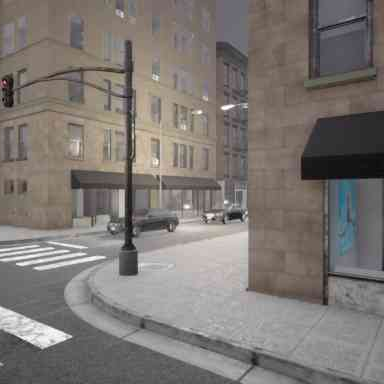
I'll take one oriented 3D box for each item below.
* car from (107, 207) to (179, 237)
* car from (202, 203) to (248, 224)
[{"bbox_3d":[-2.612,1.620,18.829,1.812,1.442,4.674,0,0,37],"label":"car"},{"bbox_3d":[2.695,1.641,26.299,2.128,1.511,4.902,0,0,35],"label":"car"}]
